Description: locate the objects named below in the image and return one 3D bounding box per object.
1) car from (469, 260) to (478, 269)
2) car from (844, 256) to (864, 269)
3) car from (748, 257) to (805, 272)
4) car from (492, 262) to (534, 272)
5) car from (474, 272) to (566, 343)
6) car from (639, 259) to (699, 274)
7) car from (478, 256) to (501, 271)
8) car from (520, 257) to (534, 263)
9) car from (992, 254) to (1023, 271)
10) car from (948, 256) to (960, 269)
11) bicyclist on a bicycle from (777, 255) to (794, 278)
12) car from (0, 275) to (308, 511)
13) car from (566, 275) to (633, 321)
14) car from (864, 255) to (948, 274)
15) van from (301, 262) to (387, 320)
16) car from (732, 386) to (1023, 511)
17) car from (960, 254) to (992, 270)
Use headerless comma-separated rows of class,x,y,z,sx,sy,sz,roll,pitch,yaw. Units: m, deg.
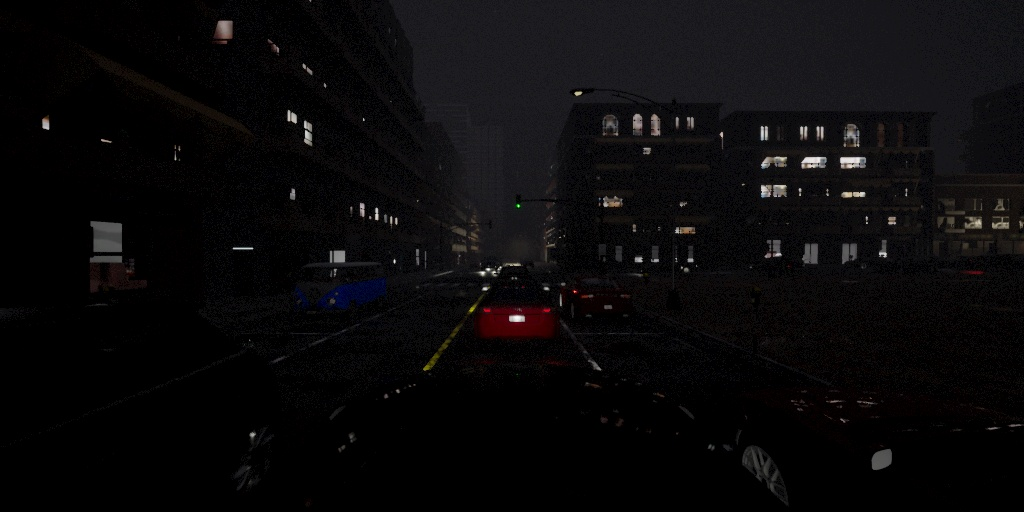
car,-5.648,1.318,55.738,2.007,1.370,4.403,0,0,0
car,37.957,0.664,38.132,4.313,1.339,1.948,0,0,-1
car,26.012,0.797,35.375,4.902,1.511,2.128,-1,0,-1
car,0.113,1.257,18.951,1.837,1.490,4.892,0,0,0
car,0.106,1.314,9.714,1.994,1.385,4.181,0,0,0
car,15.376,1.022,35.238,5.357,1.411,2.033,-1,0,-1
car,-3.048,0.984,49.743,2.150,2.045,5.566,0,0,0
car,2.737,1.212,61.253,1.967,1.591,4.097,0,0,0
car,43.637,0.629,29.826,4.403,1.370,2.007,0,0,-1
car,44.752,0.615,35.569,4.718,1.301,1.895,-1,0,0
bicyclist on a bicycle,20.264,0.770,26.562,0.582,1.620,1.656,-1,0,-1
car,-3.100,1.102,1.277,2.097,1.767,4.553,0,0,0
car,2.697,1.295,12.255,1.888,1.381,4.507,0,0,0
car,32.499,0.803,29.679,4.403,1.370,2.007,0,0,-1
van,-5.684,1.091,12.262,1.690,1.789,3.998,0,0,0
car,2.688,1.295,1.203,1.888,1.381,4.507,0,0,0
car,44.419,0.550,32.476,4.892,1.490,1.837,-1,0,0
